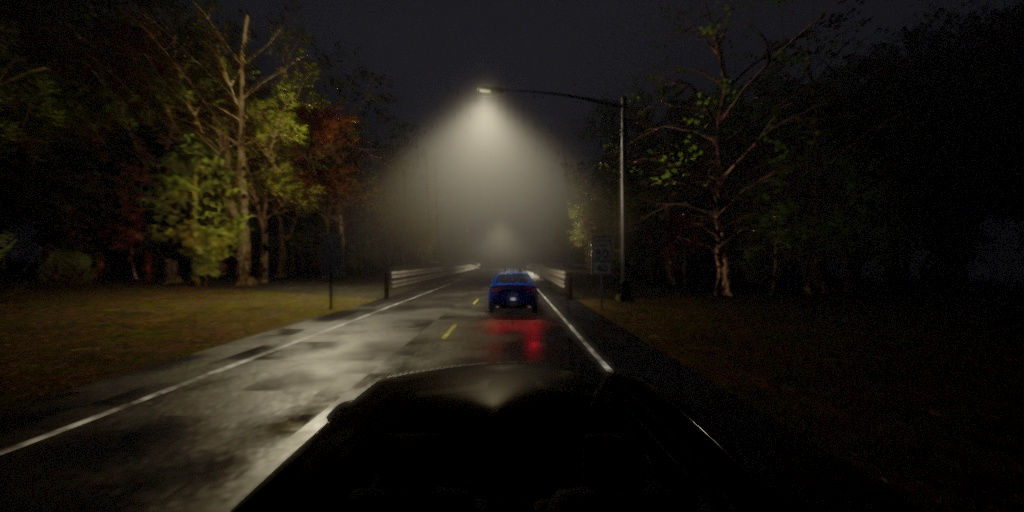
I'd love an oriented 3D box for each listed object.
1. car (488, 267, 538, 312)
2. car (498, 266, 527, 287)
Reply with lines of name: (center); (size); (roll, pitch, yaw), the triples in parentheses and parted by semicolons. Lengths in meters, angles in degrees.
car: (0.061, 1.403, 15.265); (1.882, 1.535, 5.008); (0, 0, 0)
car: (0.058, 1.597, 29.106); (2.128, 1.511, 4.902); (0, -1, 0)
